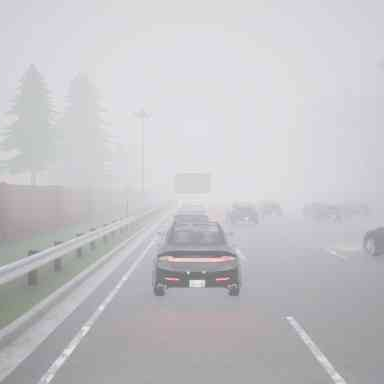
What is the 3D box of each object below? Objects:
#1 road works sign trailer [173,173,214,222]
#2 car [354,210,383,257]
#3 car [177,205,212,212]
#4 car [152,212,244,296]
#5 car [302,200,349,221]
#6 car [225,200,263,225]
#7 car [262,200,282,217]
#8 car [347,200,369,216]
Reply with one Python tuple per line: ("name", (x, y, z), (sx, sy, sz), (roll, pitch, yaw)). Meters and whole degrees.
("road works sign trailer", (0.063, 0.464, 22.973), (2.380, 3.560, 2.880), (0, 0, -2))
("car", (7.098, 1.505, 10.056), (1.837, 1.490, 4.892), (0, 0, 0))
("car", (0.080, 1.474, 19.053), (1.882, 1.535, 5.008), (0, 0, 4))
("car", (0.098, 1.491, 8.621), (2.128, 1.511, 4.902), (0, 0, 0))
("car", (10.593, 1.507, 27.307), (1.837, 1.490, 4.892), (0, 1, 0))
("car", (3.594, 1.503, 24.290), (1.837, 1.490, 4.892), (0, 0, 0))
("car", (7.092, 1.505, 31.296), (1.837, 1.490, 4.892), (0, 0, 0))
("car", (14.091, 1.490, 30.071), (2.128, 1.511, 4.902), (0, 0, 0))
